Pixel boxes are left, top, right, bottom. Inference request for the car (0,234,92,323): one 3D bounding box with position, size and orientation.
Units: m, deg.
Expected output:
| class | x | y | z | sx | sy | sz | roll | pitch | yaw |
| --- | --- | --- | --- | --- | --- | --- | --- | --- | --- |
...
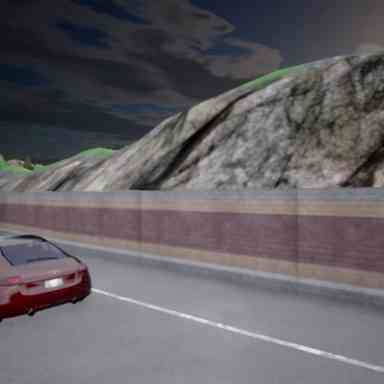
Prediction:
| class | x | y | z | sx | sy | sz | roll | pitch | yaw |
| --- | --- | --- | --- | --- | --- | --- | --- | --- | --- |
| car | -4.077 | 1.640 | 7.301 | 4.181 | 1.385 | 1.994 | -1 | -1 | 39 |
